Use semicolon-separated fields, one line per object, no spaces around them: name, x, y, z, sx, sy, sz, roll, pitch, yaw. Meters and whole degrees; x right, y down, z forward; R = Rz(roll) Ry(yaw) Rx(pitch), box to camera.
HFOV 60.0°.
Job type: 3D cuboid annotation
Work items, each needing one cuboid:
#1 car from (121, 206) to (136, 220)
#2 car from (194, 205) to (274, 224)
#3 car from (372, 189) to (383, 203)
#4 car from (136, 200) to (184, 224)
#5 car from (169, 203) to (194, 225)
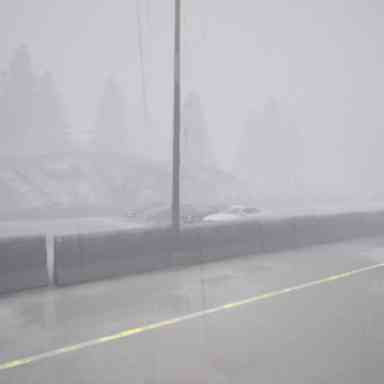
car;-3.429;1.458;27.342;4.892;1.490;1.837;0;0;-35
car;2.696;1.478;18.815;4.674;1.442;1.812;0;0;-35
car;29.966;0.619;51.104;5.566;2.045;2.150;-1;1;-35
car;-1.375;1.478;24.507;4.674;1.442;1.812;0;0;-36
car;1.169;1.550;22.024;4.718;1.301;1.895;0;0;-35
